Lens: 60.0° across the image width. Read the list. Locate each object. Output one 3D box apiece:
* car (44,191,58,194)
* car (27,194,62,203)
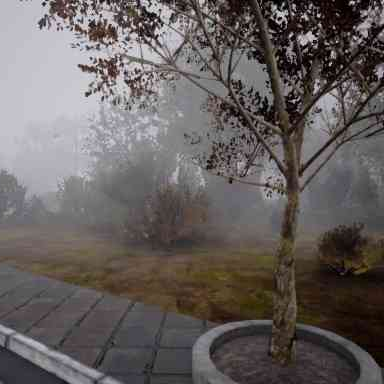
[{"bbox_3d":[-18.391,0.939,41.852,2.150,2.045,5.566,1,0,32],"label":"car"},{"bbox_3d":[-17.312,1.242,36.614,2.128,1.511,4.902,1,0,32],"label":"car"}]
